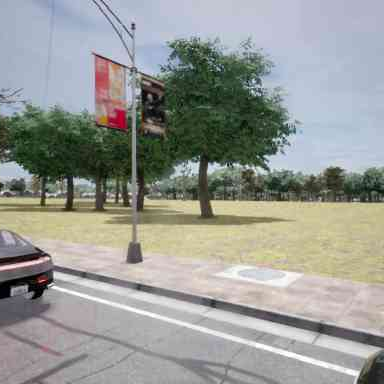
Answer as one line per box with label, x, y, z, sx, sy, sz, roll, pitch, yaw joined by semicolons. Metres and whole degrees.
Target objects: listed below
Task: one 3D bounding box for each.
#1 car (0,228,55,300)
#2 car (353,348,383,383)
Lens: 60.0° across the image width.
car;-4.974;1.515;7.209;4.902;1.511;2.128;0;0;36
car;3.298;1.493;1.322;4.902;1.511;2.128;0;0;36
